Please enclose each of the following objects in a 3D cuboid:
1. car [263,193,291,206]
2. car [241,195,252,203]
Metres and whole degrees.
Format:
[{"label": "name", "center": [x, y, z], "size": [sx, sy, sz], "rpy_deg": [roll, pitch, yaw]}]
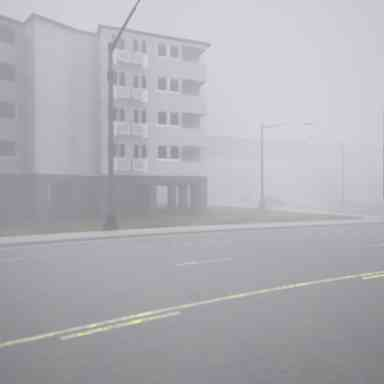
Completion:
[{"label": "car", "center": [12.898, 1.403, 52.067], "size": [1.837, 1.490, 4.892], "rpy_deg": [0, 0, -20]}, {"label": "car", "center": [11.125, 1.403, 67.475], "size": [2.128, 1.511, 4.902], "rpy_deg": [0, 0, 13]}]
